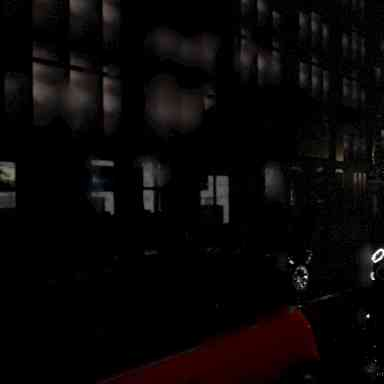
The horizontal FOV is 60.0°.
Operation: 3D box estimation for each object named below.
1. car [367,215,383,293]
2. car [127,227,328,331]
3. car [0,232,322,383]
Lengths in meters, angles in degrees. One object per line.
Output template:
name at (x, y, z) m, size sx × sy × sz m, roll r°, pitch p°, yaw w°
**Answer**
car at (6.153, 1.435, 7.942) m, size 4.553 × 1.767 × 2.097 m, roll 1°, pitch -1°, yaw -37°
car at (0.946, 1.628, 7.483) m, size 4.313 × 1.339 × 1.947 m, roll 1°, pitch -1°, yaw -37°
car at (-1.017, 1.369, 2.616) m, size 4.553 × 1.767 × 2.097 m, roll 1°, pitch -1°, yaw -37°
